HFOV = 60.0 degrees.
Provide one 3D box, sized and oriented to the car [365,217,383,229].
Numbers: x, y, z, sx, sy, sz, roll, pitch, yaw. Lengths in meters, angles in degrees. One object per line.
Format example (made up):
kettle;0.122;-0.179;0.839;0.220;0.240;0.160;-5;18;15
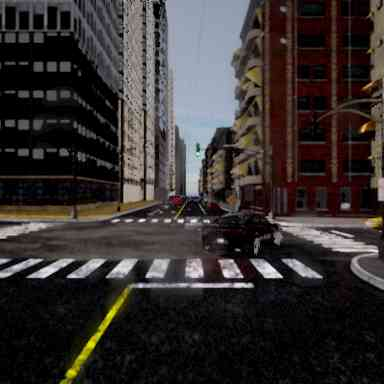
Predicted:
car;14.643;1.938;23.117;4.829;1.417;1.752;1;-1;0

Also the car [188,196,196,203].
car;0.000;1.683;75.402;1.882;1.535;5.008;0;0;0

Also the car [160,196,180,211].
car;-3.093;1.697;43.218;2.128;1.511;4.902;0;0;0

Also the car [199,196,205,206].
car;2.690;1.820;55.718;2.008;1.369;4.403;0;0;0

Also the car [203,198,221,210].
car;2.741;1.785;42.800;1.802;1.307;4.206;0;0;0

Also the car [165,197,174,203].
car;-5.690;1.971;83.959;2.008;1.369;4.403;0;0;0

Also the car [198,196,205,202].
car;2.689;1.923;95.258;1.967;1.590;4.097;0;0;0

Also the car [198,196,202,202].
car;2.691;1.850;61.366;2.008;1.369;4.403;0;0;0

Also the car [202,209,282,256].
car;2.184;1.565;13.601;1.882;1.535;5.008;-1;-1;29

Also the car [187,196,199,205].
car;0.000;1.921;65.429;1.895;1.301;4.718;0;0;0

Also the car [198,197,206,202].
car;2.689;2.033;89.608;1.802;1.307;4.206;0;0;0

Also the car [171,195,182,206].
car;-3.034;1.515;60.581;2.150;2.045;5.566;0;0;1

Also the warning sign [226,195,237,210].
warning sign;5.065;1.319;42.918;1.300;1.860;1.060;0;0;0
